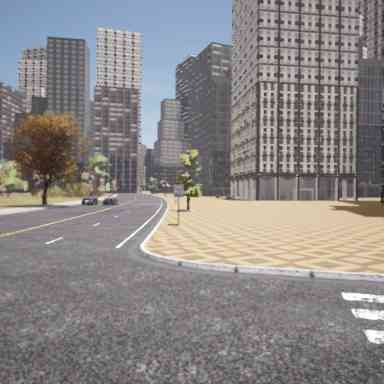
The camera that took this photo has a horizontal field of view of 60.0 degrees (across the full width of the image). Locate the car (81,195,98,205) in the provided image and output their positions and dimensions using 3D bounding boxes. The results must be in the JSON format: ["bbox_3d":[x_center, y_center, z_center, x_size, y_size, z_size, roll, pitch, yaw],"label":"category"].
[{"bbox_3d":[-16.278,1.313,53.245,2.128,1.511,4.902,0,0,-4],"label":"car"}]

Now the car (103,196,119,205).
[{"bbox_3d":[-13.038,1.412,53.494,1.994,1.385,4.181,0,0,-4],"label":"car"}]
